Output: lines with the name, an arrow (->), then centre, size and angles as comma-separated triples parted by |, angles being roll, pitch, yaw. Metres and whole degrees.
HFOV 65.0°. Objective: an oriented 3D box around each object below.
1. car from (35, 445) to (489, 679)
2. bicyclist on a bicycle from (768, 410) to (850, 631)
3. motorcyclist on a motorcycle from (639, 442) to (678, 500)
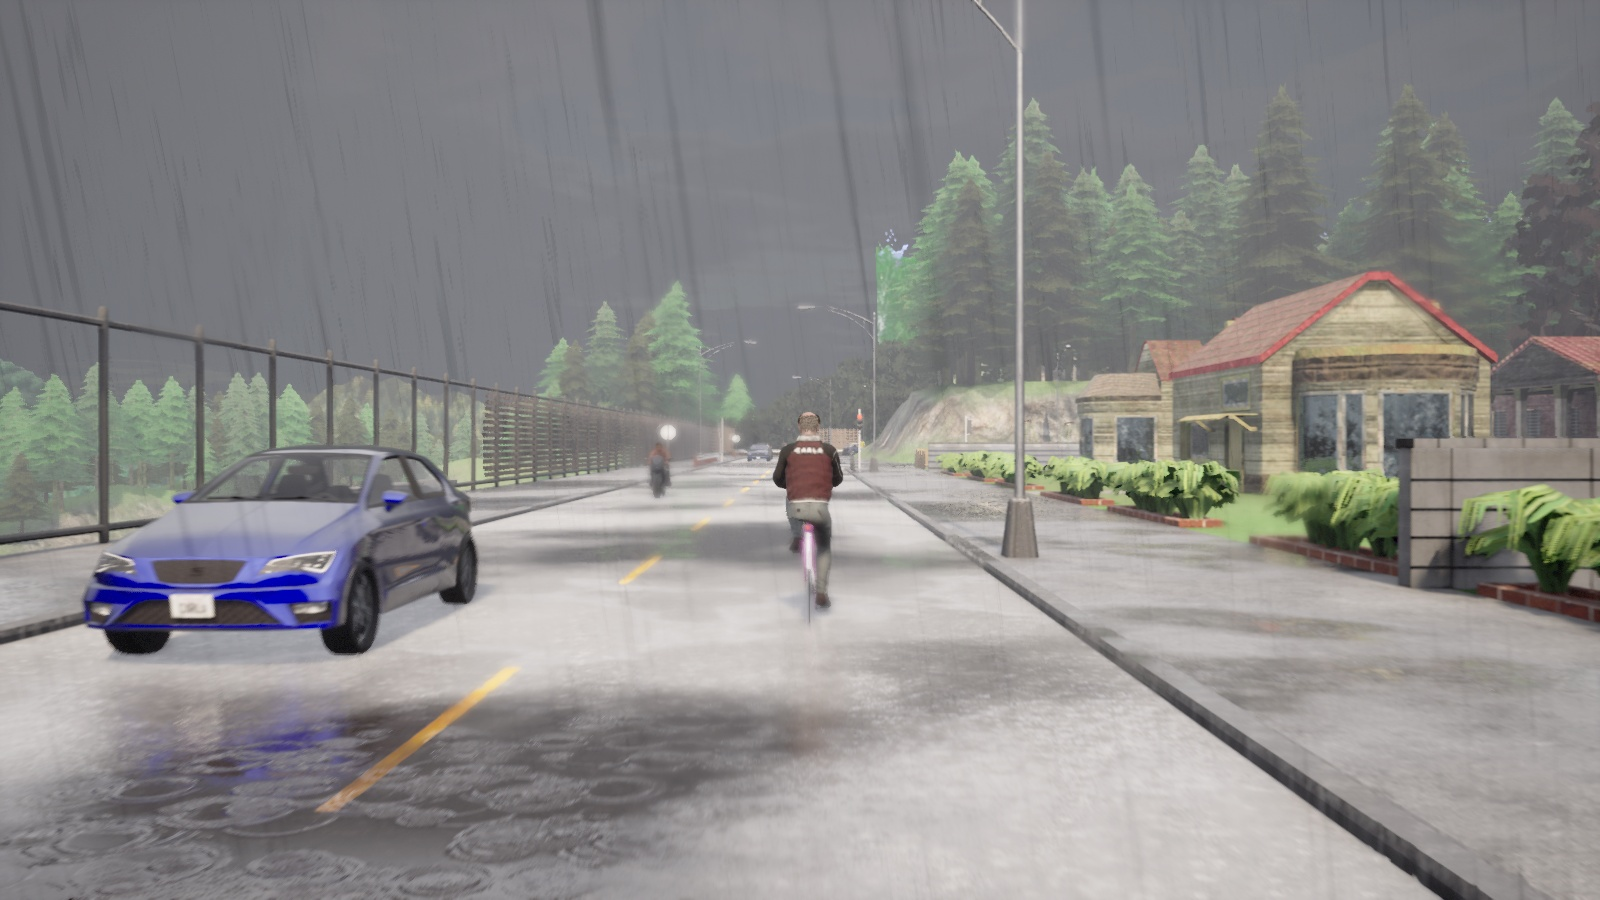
car -> -3.928, 0.700, 10.052 | 1.816, 1.474, 4.193 | 0, 0, 0
bicyclist on a bicycle -> 0.078, 0.555, 10.990 | 0.659, 1.776, 1.843 | 0, 1, 0
motorcyclist on a motorcycle -> -3.793, 0.535, 33.717 | 0.797, 1.523, 2.044 | 0, 0, 0
